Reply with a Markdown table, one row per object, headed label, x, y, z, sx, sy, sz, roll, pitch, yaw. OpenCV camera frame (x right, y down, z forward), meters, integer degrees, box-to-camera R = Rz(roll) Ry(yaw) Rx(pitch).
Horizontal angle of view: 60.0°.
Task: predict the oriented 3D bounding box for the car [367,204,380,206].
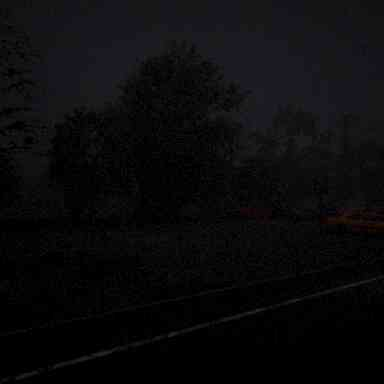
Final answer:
| label | x | y | z | sx | sy | sz | roll | pitch | yaw |
| --- | --- | --- | --- | --- | --- | --- | --- | --- | --- |
| car | 21.092 | 2.650 | 43.341 | 2.097 | 1.535 | 5.008 | 3 | -2 | -35 |

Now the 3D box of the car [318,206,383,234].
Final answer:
| label | x | y | z | sx | sy | sz | roll | pitch | yaw |
| --- | --- | --- | --- | --- | --- | --- | --- | --- | --- |
| car | 10.564 | 1.840 | 19.566 | 1.946 | 1.575 | 5.366 | 2 | -1 | -35 |

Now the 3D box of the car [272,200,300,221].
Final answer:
| label | x | y | z | sx | sy | sz | roll | pitch | yaw |
| --- | --- | --- | --- | --- | --- | --- | --- | --- | --- |
| car | 7.553 | 1.771 | 33.741 | 2.435 | 2.045 | 5.566 | 2 | -1 | -35 |

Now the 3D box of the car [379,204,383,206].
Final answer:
| label | x | y | z | sx | sy | sz | roll | pitch | yaw |
| --- | --- | --- | --- | --- | --- | --- | --- | --- | --- |
| car | 23.348 | 2.757 | 44.946 | 2.231 | 1.521 | 4.892 | 3 | -2 | -35 |

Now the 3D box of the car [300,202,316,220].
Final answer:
| label | x | y | z | sx | sy | sz | roll | pitch | yaw |
| --- | --- | --- | --- | --- | --- | --- | --- | --- | --- |
| car | 9.923 | 2.119 | 35.167 | 1.946 | 1.575 | 5.366 | 3 | -1 | -35 |

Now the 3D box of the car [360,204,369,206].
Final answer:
| label | x | y | z | sx | sy | sz | roll | pitch | yaw |
| --- | --- | --- | --- | --- | --- | --- | --- | --- | --- |
| car | 18.735 | 2.539 | 41.662 | 2.097 | 1.535 | 5.008 | 3 | -2 | -35 |

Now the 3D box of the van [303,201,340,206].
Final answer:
| label | x | y | z | sx | sy | sz | roll | pitch | yaw |
| --- | --- | --- | --- | --- | --- | --- | --- | --- | --- |
| van | 14.263 | 2.106 | 38.628 | 1.878 | 1.987 | 4.442 | 3 | -2 | -35 |

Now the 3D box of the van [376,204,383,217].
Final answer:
| label | x | y | z | sx | sy | sz | roll | pitch | yaw |
| --- | --- | --- | --- | --- | --- | --- | --- | --- | --- |
| van | 30.183 | 2.848 | 49.677 | 1.878 | 1.987 | 4.442 | 3 | -2 | -35 |

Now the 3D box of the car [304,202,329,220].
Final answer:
| label | x | y | z | sx | sy | sz | roll | pitch | yaw |
| --- | --- | --- | --- | --- | --- | --- | --- | --- | --- |
| car | 12.072 | 2.227 | 36.916 | 2.231 | 1.521 | 4.892 | 3 | -2 | -35 |

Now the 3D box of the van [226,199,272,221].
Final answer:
| label | x | y | z | sx | sy | sz | roll | pitch | yaw |
| --- | --- | --- | --- | --- | --- | --- | --- | --- | --- |
| van | 5.146 | 1.703 | 32.137 | 1.878 | 1.987 | 4.442 | 2 | -1 | -35 |
